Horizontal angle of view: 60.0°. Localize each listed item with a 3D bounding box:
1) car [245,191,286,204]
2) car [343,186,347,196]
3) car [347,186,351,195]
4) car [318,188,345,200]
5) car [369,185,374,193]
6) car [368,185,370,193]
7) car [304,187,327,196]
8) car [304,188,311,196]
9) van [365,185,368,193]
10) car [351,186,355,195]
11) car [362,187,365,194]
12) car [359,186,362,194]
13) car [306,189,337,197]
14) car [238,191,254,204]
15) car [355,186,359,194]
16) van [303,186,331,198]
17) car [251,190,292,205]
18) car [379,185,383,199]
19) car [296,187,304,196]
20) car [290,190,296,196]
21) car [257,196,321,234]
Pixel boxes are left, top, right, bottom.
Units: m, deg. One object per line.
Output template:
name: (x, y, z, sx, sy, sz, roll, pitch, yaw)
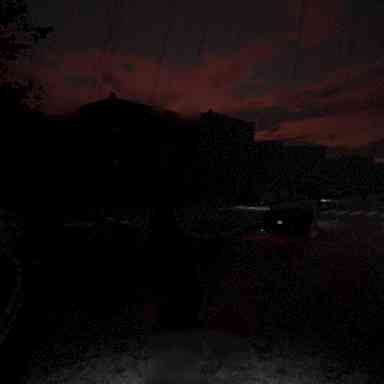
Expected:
car: (9.987, 0.684, 45.223, 5.008, 1.535, 2.097, 1, 1, 40)
car: (27.660, -0.074, 66.379, 4.553, 1.767, 2.185, 1, 2, 40)
car: (29.477, -0.136, 68.453, 4.553, 1.767, 2.185, 1, 2, 40)
car: (21.868, 0.518, 52.185, 1.994, 1.385, 4.181, 1, 2, 40)
car: (41.696, -0.417, 83.392, 5.366, 1.575, 1.946, 1, 1, 40)
car: (40.070, -0.319, 81.157, 4.674, 1.452, 2.002, 1, 1, 40)
car: (20.750, 0.307, 57.787, 5.366, 1.575, 1.946, 1, 2, 40)
car: (15.296, 0.506, 51.569, 4.892, 1.521, 2.231, 1, 2, 40)
van: (38.467, -0.531, 79.059, 4.442, 1.987, 1.878, 1, 2, 40)
car: (31.228, -0.070, 70.585, 4.892, 1.521, 2.231, 1, 2, 40)
car: (36.534, -0.246, 76.926, 4.892, 1.521, 2.231, 1, 2, 40)
car: (34.766, -0.188, 74.813, 4.892, 1.521, 2.231, 1, 2, 40)
car: (24.143, 0.179, 62.137, 5.008, 1.535, 2.097, 1, 2, 40)
car: (8.242, 0.613, 43.079, 4.553, 1.767, 2.185, 1, 1, 40)
car: (32.997, -0.130, 72.699, 4.892, 1.521, 2.231, 1, 2, 40)
van: (22.465, 0.019, 59.940, 4.442, 1.987, 1.878, 1, 2, 40)
car: (8.869, 0.877, 36.838, 1.837, 1.490, 4.892, 1, 2, 40)
car: (30.570, 0.123, 50.390, 2.150, 2.045, 5.566, 1, 2, 40)
car: (13.552, 0.441, 49.424, 4.553, 1.767, 2.185, 1, 2, 40)
car: (11.762, 0.665, 47.332, 4.674, 1.452, 2.002, 1, 2, 40)
car: (5.292, 1.213, 17.564, 1.882, 1.535, 5.008, 0, 1, 30)
